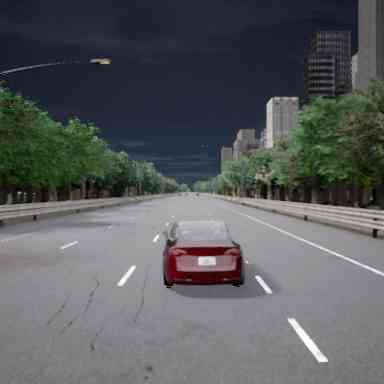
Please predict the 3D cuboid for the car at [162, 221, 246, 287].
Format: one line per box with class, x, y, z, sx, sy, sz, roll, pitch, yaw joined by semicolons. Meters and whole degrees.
car;0.200;1.516;9.426;2.163;1.488;4.792;0;0;-3
